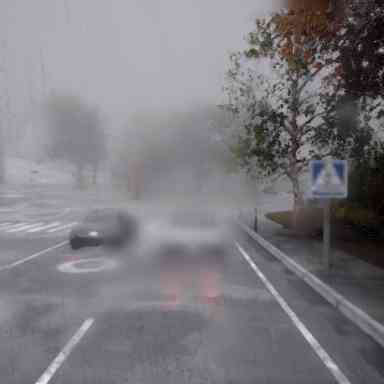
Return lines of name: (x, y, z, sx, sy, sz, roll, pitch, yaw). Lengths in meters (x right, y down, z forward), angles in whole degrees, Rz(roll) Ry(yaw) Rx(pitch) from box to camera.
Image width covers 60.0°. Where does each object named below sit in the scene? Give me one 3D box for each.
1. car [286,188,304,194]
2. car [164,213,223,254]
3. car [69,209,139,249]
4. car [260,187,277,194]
car: (20.860, -0.250, 67.302, 1.994, 1.385, 4.181, -1, 3, -14)
car: (0.087, 1.441, 12.651, 1.895, 1.301, 4.718, 0, 1, 1)
car: (-3.403, 1.390, 13.582, 1.994, 1.385, 4.181, 0, 1, 1)
car: (16.277, -0.282, 71.009, 1.994, 1.385, 4.181, -1, 3, -23)
